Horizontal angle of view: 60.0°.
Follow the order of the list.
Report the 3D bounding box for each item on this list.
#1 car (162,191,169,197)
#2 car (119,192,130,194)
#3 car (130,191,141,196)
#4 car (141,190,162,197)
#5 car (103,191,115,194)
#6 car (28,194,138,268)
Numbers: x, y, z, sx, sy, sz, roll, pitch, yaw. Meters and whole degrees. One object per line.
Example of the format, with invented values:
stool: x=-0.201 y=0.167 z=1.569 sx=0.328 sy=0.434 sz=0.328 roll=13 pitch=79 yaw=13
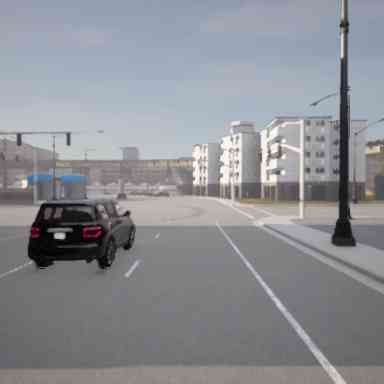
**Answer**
car: x=-7.740 y=0.546 z=88.448 sx=1.837 sy=1.490 sz=4.892 roll=-1 pitch=1 yaw=-32
car: x=-14.285 y=0.836 z=68.239 sx=1.882 sy=1.535 sz=5.008 roll=0 pitch=1 yaw=-11
car: x=-16.106 y=0.382 z=93.589 sx=1.812 sy=1.442 sz=4.674 roll=-1 pitch=1 yaw=-45
car: x=-10.622 y=0.603 z=86.456 sx=2.128 sy=1.511 sz=4.902 roll=-1 pitch=1 yaw=-32
car: x=-20.614 y=0.278 z=82.531 sx=1.812 sy=1.442 sz=4.674 roll=-1 pitch=1 yaw=-35
car: x=-3.463 y=1.243 z=11.465 sx=2.150 sy=2.045 sz=5.566 roll=0 pitch=0 yaw=1
